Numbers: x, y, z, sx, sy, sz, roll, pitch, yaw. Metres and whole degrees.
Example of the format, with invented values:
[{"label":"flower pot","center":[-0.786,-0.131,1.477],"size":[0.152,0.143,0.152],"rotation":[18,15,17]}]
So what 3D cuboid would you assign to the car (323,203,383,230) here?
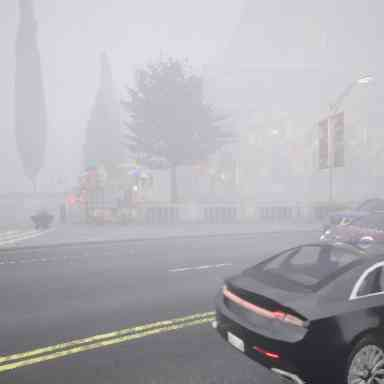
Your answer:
[{"label":"car","center":[6.192,1.352,10.206],"size":[4.553,1.767,2.097],"rotation":[0,0,-17]}]

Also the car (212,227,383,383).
[{"label":"car","center":[2.659,1.489,4.861],"size":[4.902,1.511,2.128],"rotation":[0,0,-27]}]

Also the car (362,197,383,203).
[{"label":"car","center":[8.644,1.223,14.600],"size":[5.566,2.045,2.150],"rotation":[0,0,-13]}]
